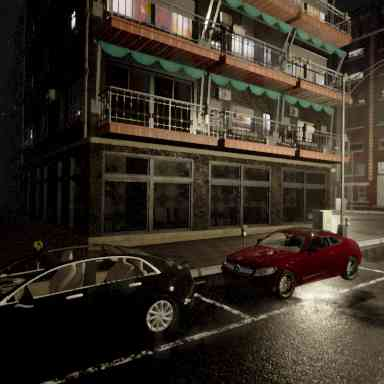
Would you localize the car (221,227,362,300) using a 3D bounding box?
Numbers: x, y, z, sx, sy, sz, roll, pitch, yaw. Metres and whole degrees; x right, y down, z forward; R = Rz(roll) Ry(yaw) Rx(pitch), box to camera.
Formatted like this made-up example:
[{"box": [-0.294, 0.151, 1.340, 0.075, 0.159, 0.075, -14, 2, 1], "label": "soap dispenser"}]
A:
[{"box": [2.650, 1.585, 8.393, 4.206, 1.307, 1.802, 0, 1, -35], "label": "car"}]

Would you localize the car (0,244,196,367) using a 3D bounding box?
[{"box": [-1.978, 1.551, 5.090, 4.403, 1.369, 2.008, 0, 1, -35], "label": "car"}]
